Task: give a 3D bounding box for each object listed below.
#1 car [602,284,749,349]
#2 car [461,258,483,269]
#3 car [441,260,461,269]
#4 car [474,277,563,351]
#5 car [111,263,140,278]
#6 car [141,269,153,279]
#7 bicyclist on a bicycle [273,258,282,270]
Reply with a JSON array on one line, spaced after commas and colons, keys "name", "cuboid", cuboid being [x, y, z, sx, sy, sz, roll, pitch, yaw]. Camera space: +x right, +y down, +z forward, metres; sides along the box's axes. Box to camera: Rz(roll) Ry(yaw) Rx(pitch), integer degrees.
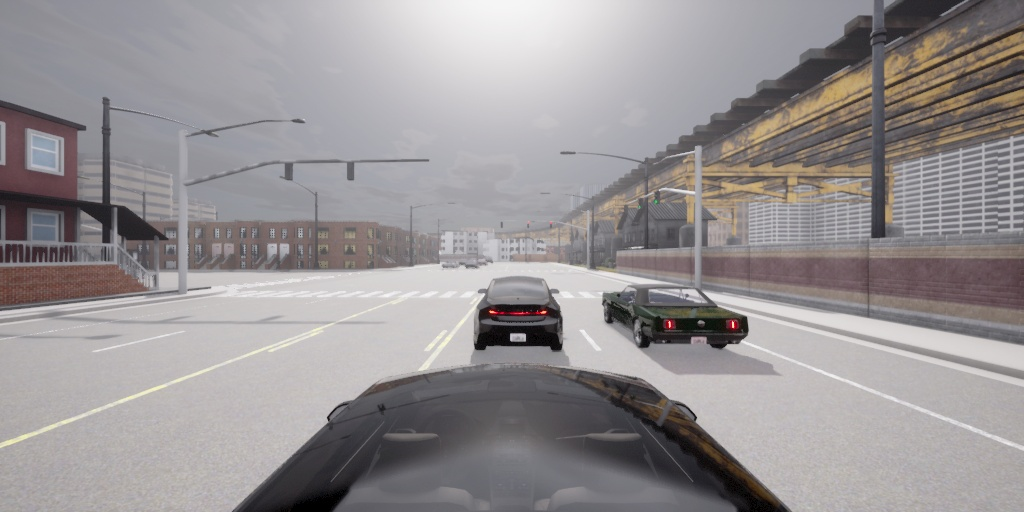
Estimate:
[{"name": "car", "cuboid": [3.667, 1.351, 9.155, 1.895, 1.301, 4.718, 0, 0, 1]}, {"name": "car", "cuboid": [-6.307, 1.295, 56.952, 2.033, 1.411, 5.357, 0, 0, 1]}, {"name": "car", "cuboid": [-9.813, 1.349, 56.708, 1.895, 1.301, 4.718, 0, 0, 2]}, {"name": "car", "cuboid": [0.161, 1.255, 9.015, 1.837, 1.490, 4.892, 0, 0, 1]}, {"name": "car", "cuboid": [-31.200, 1.350, 26.708, 4.718, 1.301, 1.895, 0, 0, 1]}, {"name": "car", "cuboid": [-33.649, 1.297, 30.247, 5.357, 1.411, 2.033, 0, 0, 1]}, {"name": "bicyclist on a bicycle", "cuboid": [-30.543, 1.050, 46.686, 0.582, 1.620, 1.656, 0, 0, 1]}]
